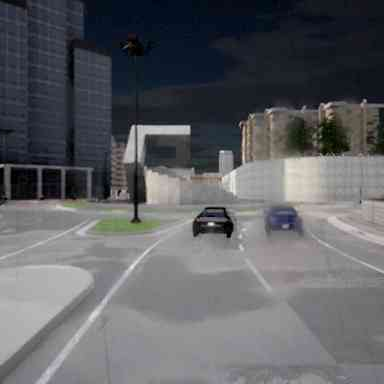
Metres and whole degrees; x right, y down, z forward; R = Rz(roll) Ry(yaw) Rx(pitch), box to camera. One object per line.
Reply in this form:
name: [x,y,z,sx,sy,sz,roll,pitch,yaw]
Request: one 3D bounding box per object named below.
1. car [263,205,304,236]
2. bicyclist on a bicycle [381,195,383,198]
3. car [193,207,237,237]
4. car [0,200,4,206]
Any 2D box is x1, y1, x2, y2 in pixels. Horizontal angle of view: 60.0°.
car: [4.882,1.438,17.951,1.812,1.442,4.674,0,0,12]
bicyclist on a bicycle: [20.250,1.130,35.098,1.656,1.620,0.582,0,0,11]
car: [1.304,1.477,17.654,1.994,1.385,4.181,0,0,11]
car: [-28.863,1.271,47.273,4.892,1.490,1.837,1,0,28]
